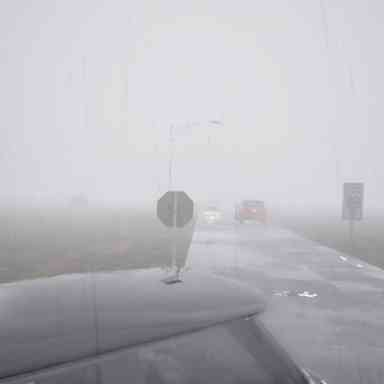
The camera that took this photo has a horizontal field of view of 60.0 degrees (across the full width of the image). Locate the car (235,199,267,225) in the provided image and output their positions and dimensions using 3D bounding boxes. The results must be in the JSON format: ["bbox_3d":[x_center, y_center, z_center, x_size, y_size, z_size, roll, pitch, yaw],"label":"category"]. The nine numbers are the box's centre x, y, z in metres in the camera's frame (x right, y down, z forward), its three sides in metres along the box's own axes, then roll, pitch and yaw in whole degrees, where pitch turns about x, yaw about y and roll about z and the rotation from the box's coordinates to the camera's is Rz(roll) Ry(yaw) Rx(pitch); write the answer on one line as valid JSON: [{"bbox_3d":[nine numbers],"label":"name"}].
[{"bbox_3d":[5.082,1.675,29.098,2.150,2.045,5.566,2,-1,2],"label":"car"}]

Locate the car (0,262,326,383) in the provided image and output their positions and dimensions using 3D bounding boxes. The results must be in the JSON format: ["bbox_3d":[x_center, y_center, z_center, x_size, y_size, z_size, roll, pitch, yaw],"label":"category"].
[{"bbox_3d":[-1.295,1.328,1.485,4.553,1.767,2.097,2,0,-34],"label":"car"}]

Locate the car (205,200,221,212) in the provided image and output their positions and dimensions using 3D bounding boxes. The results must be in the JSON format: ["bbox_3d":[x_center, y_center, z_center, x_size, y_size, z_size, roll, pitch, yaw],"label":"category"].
[{"bbox_3d":[2.998,1.911,48.077,2.097,1.767,4.553,2,0,2],"label":"car"}]
